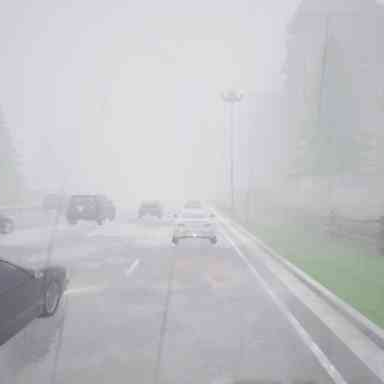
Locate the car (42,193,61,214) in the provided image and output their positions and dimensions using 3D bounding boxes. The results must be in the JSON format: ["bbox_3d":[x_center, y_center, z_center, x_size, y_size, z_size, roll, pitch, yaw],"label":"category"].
[{"bbox_3d":[-13.911,1.165,35.363,2.150,2.045,5.566,0,0,0],"label":"car"}]

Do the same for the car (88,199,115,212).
[{"bbox_3d":[-10.412,1.499,38.523,1.994,1.385,4.181,0,0,0],"label":"car"}]

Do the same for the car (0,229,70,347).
[{"bbox_3d":[-3.395,1.542,4.322,2.033,1.411,5.357,0,0,0],"label":"car"}]

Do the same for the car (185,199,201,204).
[{"bbox_3d":[0.090,1.491,39.170,1.994,1.385,4.181,0,0,0],"label":"car"}]

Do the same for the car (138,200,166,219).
[{"bbox_3d":[-3.408,1.454,28.522,1.837,1.490,4.892,0,0,0],"label":"car"}]

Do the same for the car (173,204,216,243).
[{"bbox_3d":[0.100,1.497,15.720,1.812,1.442,4.674,0,0,0],"label":"car"}]

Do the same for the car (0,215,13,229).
[{"bbox_3d":[-10.401,1.481,15.729,1.837,1.490,4.892,0,0,0],"label":"car"}]

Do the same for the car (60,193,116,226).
[{"bbox_3d":[-6.907,1.183,23.290,2.150,2.045,5.566,0,0,0],"label":"car"}]
